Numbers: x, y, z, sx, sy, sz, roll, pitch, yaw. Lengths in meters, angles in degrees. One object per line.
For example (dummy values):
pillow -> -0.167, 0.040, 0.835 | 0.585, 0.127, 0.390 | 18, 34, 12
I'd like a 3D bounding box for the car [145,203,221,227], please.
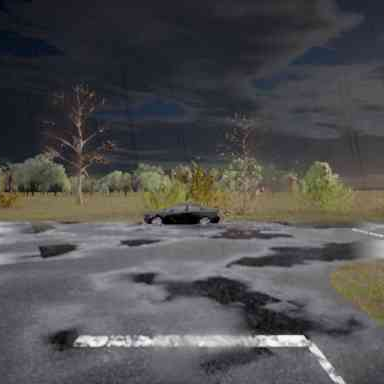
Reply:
car -> -0.620, 1.505, 22.008 | 5.008, 1.535, 1.882 | 0, 0, -1
